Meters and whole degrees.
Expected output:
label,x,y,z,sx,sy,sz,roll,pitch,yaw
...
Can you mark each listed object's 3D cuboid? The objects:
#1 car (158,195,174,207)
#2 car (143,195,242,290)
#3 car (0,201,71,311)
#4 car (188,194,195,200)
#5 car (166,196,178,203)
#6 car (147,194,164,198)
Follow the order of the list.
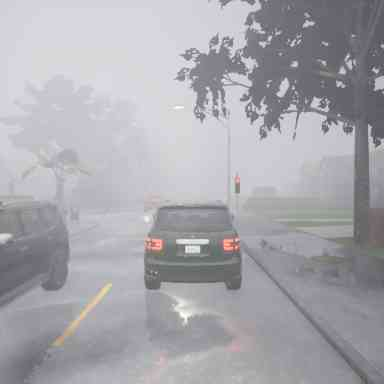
label,x,y,z,sx,sy,sz,roll,pitch,yaw
car,-4.096,1.352,52.975,2.097,1.767,4.553,0,0,0
car,0.036,1.221,9.228,2.150,2.045,5.566,0,0,0
car,-4.100,1.221,6.149,2.150,2.045,5.566,0,0,0
car,-0.007,1.356,88.183,1.812,1.442,4.674,0,0,0
car,-4.017,1.501,67.999,2.128,1.511,4.902,0,0,0
car,-4.103,1.222,37.554,2.150,2.045,5.566,0,0,0
